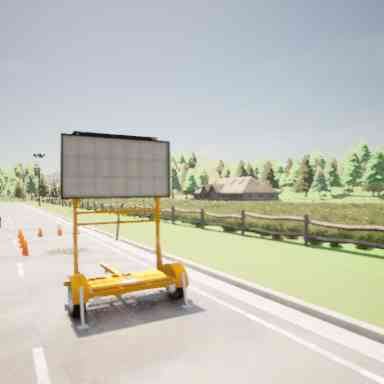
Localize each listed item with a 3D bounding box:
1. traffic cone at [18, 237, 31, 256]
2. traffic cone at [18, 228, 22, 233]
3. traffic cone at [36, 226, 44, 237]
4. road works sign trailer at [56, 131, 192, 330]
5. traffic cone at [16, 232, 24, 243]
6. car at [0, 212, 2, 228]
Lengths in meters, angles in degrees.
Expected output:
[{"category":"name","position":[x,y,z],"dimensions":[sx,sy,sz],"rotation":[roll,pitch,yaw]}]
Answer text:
[{"category":"traffic cone","position":[-6.369,2.127,12.726],"dimensions":[0.340,0.580,0.340],"rotation":[0,-1,-29]},{"category":"traffic cone","position":[-8.325,2.177,16.215],"dimensions":[0.340,0.580,0.340],"rotation":[0,-1,-29]},{"category":"traffic cone","position":[-8.431,2.195,18.448],"dimensions":[0.340,0.580,0.340],"rotation":[0,-1,-29]},{"category":"road works sign trailer","position":[-1.666,0.539,7.360],"dimensions":[2.380,3.560,2.880],"rotation":[0,-1,-29]},{"category":"traffic cone","position":[-7.347,2.152,14.470],"dimensions":[0.340,0.580,0.340],"rotation":[0,-1,-29]},{"category":"car","position":[-15.446,1.938,25.001],"dimensions":[1.994,1.385,4.181],"rotation":[0,-1,-29]}]
